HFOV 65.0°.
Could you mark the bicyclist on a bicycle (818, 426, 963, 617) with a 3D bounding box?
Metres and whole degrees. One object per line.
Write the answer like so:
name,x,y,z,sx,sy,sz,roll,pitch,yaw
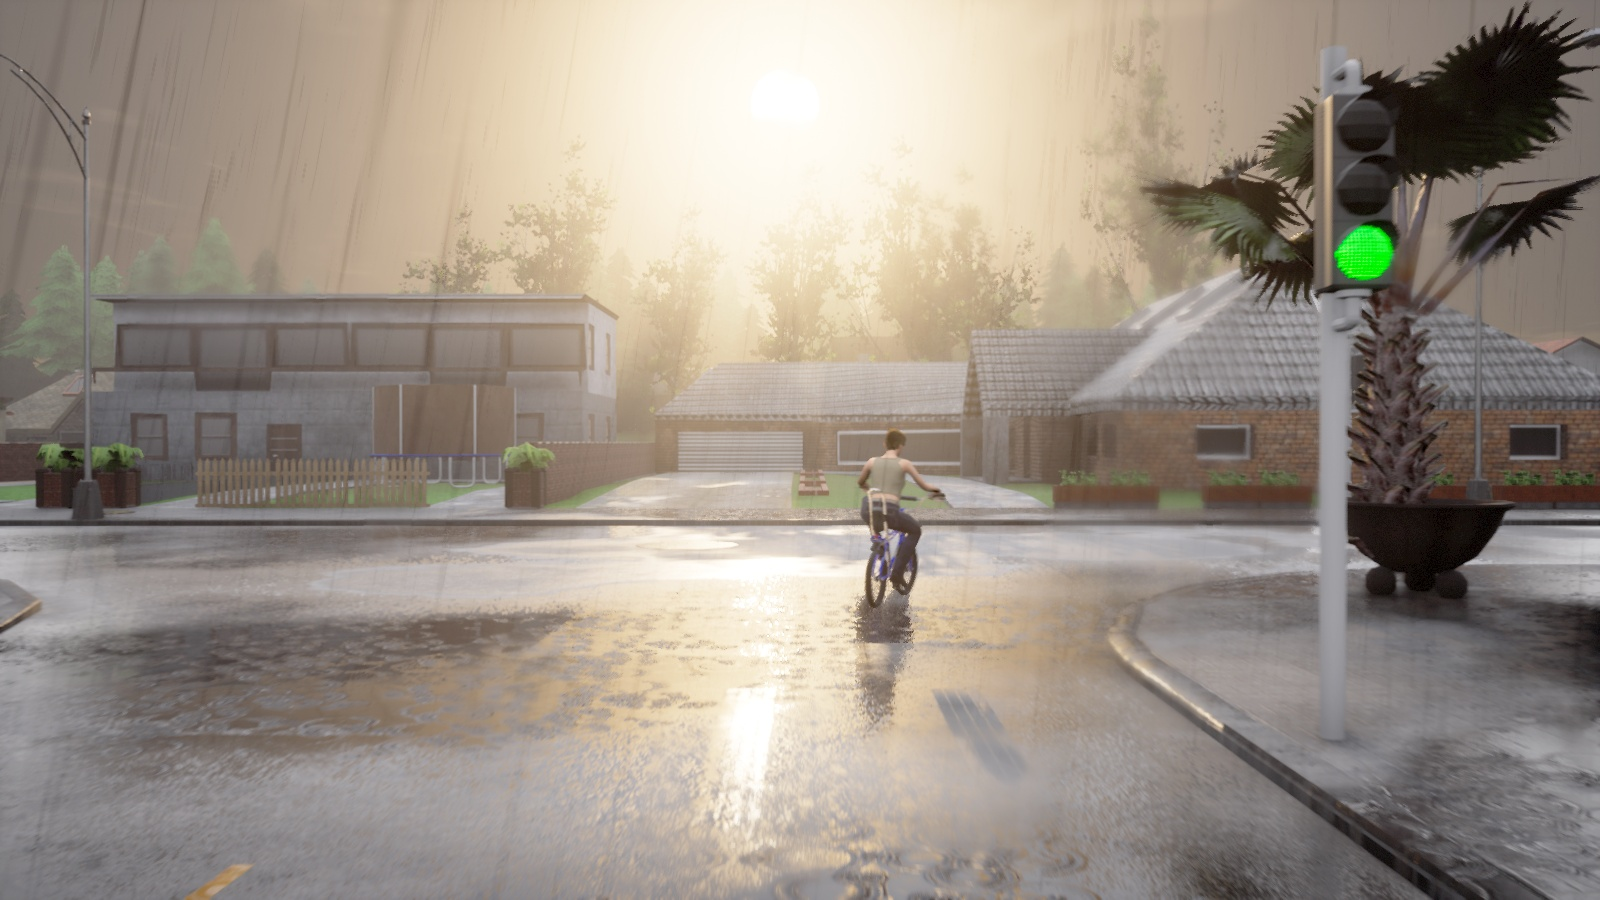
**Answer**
bicyclist on a bicycle,0.871,0.605,11.645,0.866,1.612,1.509,3,1,21
